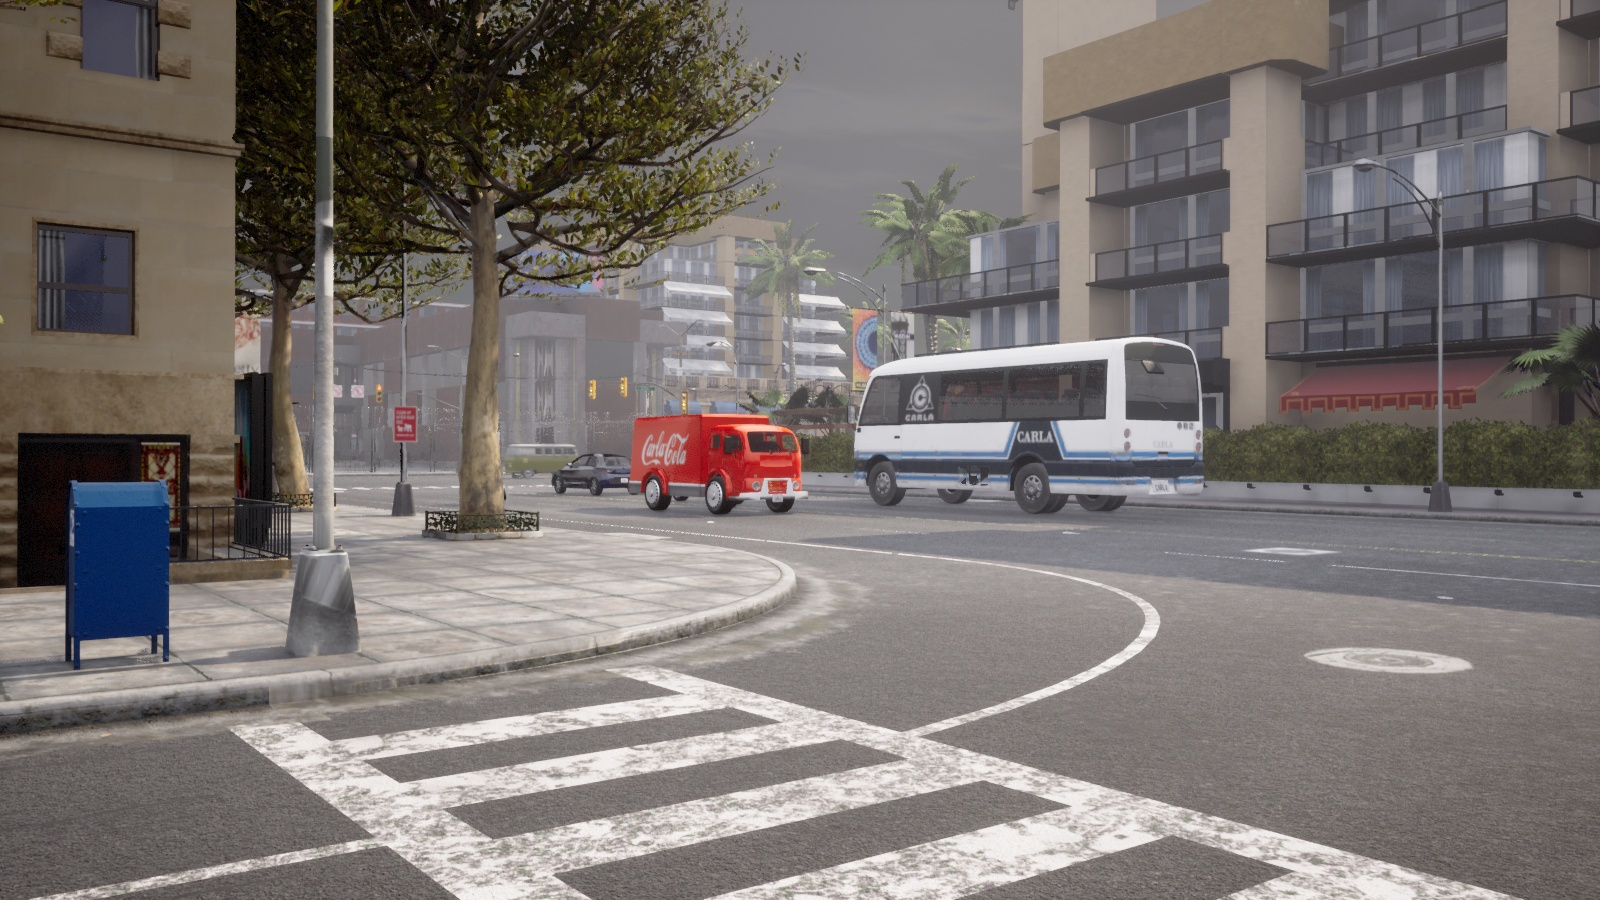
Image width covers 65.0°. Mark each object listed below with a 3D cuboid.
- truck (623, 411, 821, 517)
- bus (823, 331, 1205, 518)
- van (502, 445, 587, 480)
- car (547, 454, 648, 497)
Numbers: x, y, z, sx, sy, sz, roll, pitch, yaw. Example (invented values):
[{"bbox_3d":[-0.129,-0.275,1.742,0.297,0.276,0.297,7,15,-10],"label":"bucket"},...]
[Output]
[{"bbox_3d":[-2.091,0.341,32.124,2.627,2.467,5.204,0,0,-37],"label":"truck"},{"bbox_3d":[5.323,-0.560,33.896,3.944,4.253,10.273,0,0,-37],"label":"bus"},{"bbox_3d":[-14.646,0.705,72.196,4.442,1.987,1.775,0,0,-36],"label":"van"},{"bbox_3d":[-7.301,0.884,44.976,1.816,1.474,4.193,0,0,-37],"label":"car"}]
